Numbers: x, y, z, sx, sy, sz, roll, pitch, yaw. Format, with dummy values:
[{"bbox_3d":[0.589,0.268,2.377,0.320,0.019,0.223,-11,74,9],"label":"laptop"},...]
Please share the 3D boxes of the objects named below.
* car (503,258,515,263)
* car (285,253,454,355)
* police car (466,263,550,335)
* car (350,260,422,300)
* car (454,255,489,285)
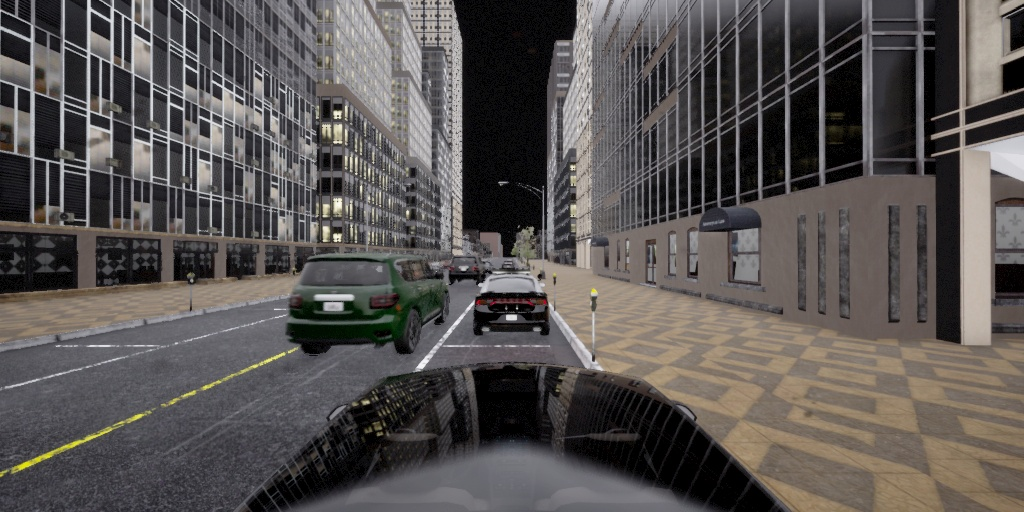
[{"bbox_3d":[-0.455,1.298,46.099,1.948,1.339,4.313,0,0,0],"label":"car"},{"bbox_3d":[-3.046,0.969,8.842,2.150,2.045,5.566,0,0,0],"label":"car"},{"bbox_3d":[-0.012,1.174,10.609,1.930,1.638,5.238,0,0,0],"label":"police car"},{"bbox_3d":[-6.246,1.099,18.455,2.097,1.767,4.553,0,0,0],"label":"car"},{"bbox_3d":[-3.144,0.965,25.938,2.150,2.045,5.566,0,0,0],"label":"car"}]
